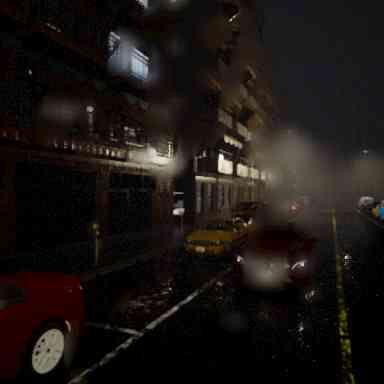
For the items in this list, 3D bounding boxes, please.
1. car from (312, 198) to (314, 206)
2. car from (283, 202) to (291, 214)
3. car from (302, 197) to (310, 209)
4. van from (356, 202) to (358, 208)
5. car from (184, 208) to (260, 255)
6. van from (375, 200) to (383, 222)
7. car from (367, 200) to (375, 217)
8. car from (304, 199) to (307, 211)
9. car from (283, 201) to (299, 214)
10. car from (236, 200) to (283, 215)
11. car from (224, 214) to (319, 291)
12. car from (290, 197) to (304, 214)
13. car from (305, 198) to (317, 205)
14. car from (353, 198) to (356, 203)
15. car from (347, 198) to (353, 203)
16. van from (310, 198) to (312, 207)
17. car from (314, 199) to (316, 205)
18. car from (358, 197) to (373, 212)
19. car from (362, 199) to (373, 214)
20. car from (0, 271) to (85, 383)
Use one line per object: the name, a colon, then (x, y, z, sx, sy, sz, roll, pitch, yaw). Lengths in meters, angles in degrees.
car: (18.425, 1.889, 54.120, 1.802, 1.307, 4.206, 0, -1, 23)
car: (5.564, 1.668, 23.557, 2.008, 1.369, 4.403, 0, 0, 23)
car: (14.138, 1.786, 43.933, 1.887, 1.381, 4.507, 0, 0, 23)
van: (24.005, 1.621, 45.779, 1.690, 1.788, 3.998, 0, -1, 23)
car: (1.211, 1.585, 13.214, 1.752, 1.417, 4.829, 0, 0, 23)
van: (15.431, 1.494, 25.402, 1.690, 1.788, 3.998, 0, 0, 23)
car: (17.641, 1.710, 30.650, 1.752, 1.417, 4.829, 0, 0, 23)
car: (11.994, 1.775, 38.839, 1.947, 1.339, 4.313, 0, 0, 23)
car: (7.708, 1.698, 28.652, 2.008, 1.369, 4.403, 0, 0, 23)
car: (3.419, 1.404, 18.465, 2.192, 1.841, 5.009, 0, 0, 23)
car: (2.545, 1.573, 9.435, 1.812, 1.442, 4.674, 0, 0, 23)
car: (9.850, 1.618, 33.745, 1.967, 1.590, 4.097, 0, 0, 23)
car: (24.855, 1.976, 69.402, 1.947, 1.339, 4.313, 0, -1, 23)
car: (26.214, 1.840, 51.027, 1.752, 1.417, 4.829, 0, -1, 23)
car: (39.010, 2.070, 81.434, 1.887, 1.381, 4.507, 0, -1, 23)
van: (16.281, 1.615, 49.029, 1.690, 1.788, 3.998, 0, 0, 23)
car: (20.568, 1.923, 59.214, 1.802, 1.307, 4.206, 0, -1, 23)
car: (21.861, 1.687, 40.683, 1.967, 1.590, 4.097, 0, 0, 23)
car: (19.719, 1.781, 35.589, 1.947, 1.339, 4.313, 0, 0, 23)
car: (-3.010, 1.550, 3.182, 1.887, 1.381, 4.507, 0, 0, 23)
